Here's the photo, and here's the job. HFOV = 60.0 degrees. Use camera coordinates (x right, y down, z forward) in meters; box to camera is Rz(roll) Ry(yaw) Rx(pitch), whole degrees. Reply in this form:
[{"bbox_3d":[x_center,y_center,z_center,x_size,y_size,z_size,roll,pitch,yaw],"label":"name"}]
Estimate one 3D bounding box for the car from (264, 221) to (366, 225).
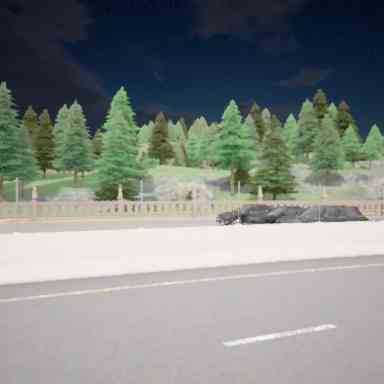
[{"bbox_3d":[6.169,1.426,15.995,4.553,1.767,2.097,0,0,-16],"label":"car"}]
